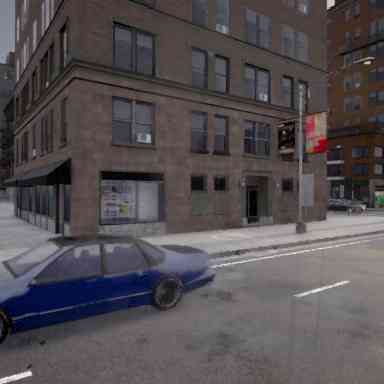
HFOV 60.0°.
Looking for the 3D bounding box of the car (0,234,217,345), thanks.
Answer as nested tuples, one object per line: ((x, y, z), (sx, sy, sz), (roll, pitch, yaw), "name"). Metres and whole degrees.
((-2.043, 1.548, 6.220), (5.357, 1.411, 2.033), (0, 0, -36), "car")

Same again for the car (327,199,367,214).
((15.654, 1.482, 34.977), (2.128, 1.511, 4.902), (0, 0, -35), "car")

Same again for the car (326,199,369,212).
((18.726, 1.577, 40.137), (1.947, 1.339, 4.313), (0, 0, -35), "car")
